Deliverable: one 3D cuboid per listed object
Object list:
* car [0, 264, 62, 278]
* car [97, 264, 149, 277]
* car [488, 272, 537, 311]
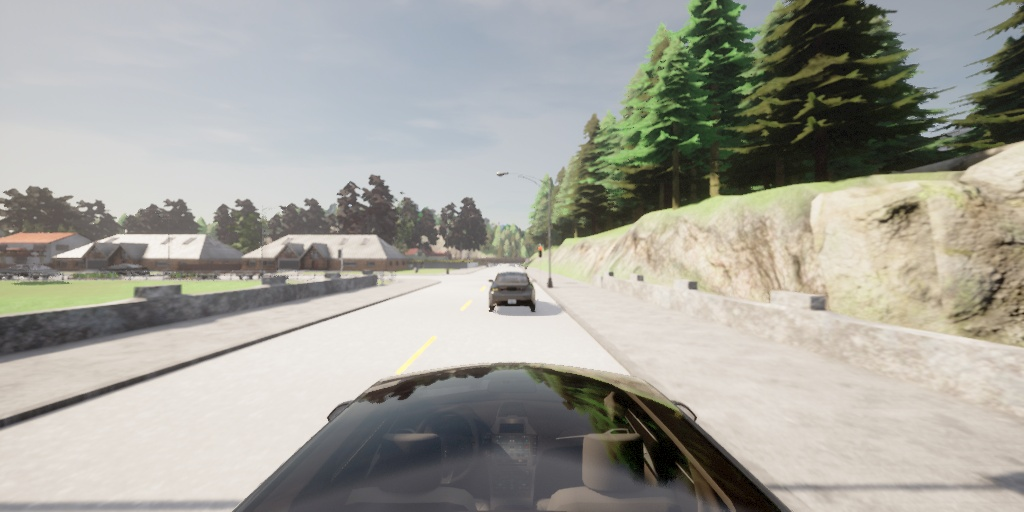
[{"bbox_3d":[-51.401,1.645,38.465,4.902,1.511,2.128,0,-1,0],"label":"car"},{"bbox_3d":[-46.101,1.673,42.512,5.008,1.535,1.882,0,-1,0],"label":"car"},{"bbox_3d":[0.017,1.406,15.341,1.837,1.490,4.892,0,0,0],"label":"car"}]
